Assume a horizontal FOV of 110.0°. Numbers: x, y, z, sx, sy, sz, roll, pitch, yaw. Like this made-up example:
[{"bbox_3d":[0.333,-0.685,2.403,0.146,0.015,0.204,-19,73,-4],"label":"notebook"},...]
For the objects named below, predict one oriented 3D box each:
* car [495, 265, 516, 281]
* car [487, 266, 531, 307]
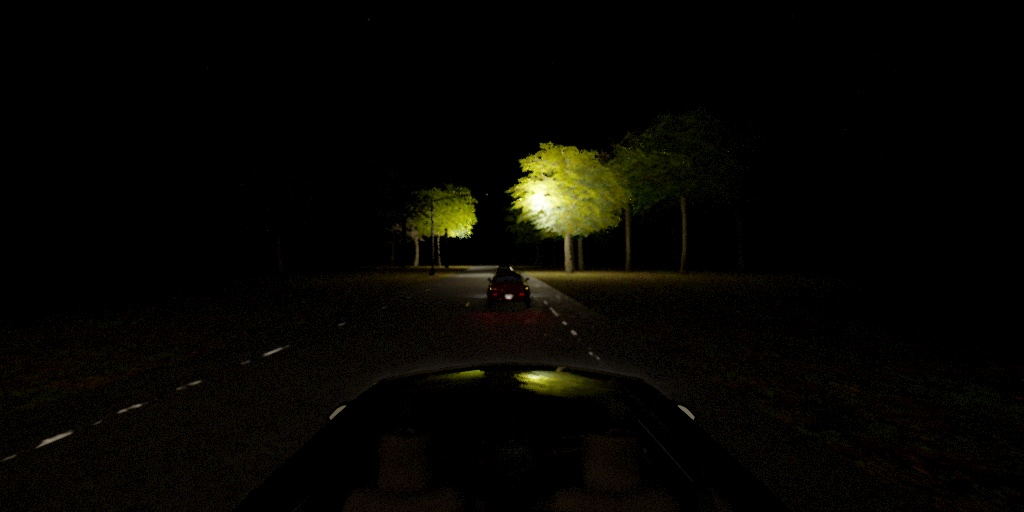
[{"bbox_3d":[-0.699,1.634,35.576,1.994,1.385,4.181,0,-1,-2],"label":"car"},{"bbox_3d":[-0.165,1.408,16.296,1.812,1.442,4.674,-1,0,-1],"label":"car"}]
